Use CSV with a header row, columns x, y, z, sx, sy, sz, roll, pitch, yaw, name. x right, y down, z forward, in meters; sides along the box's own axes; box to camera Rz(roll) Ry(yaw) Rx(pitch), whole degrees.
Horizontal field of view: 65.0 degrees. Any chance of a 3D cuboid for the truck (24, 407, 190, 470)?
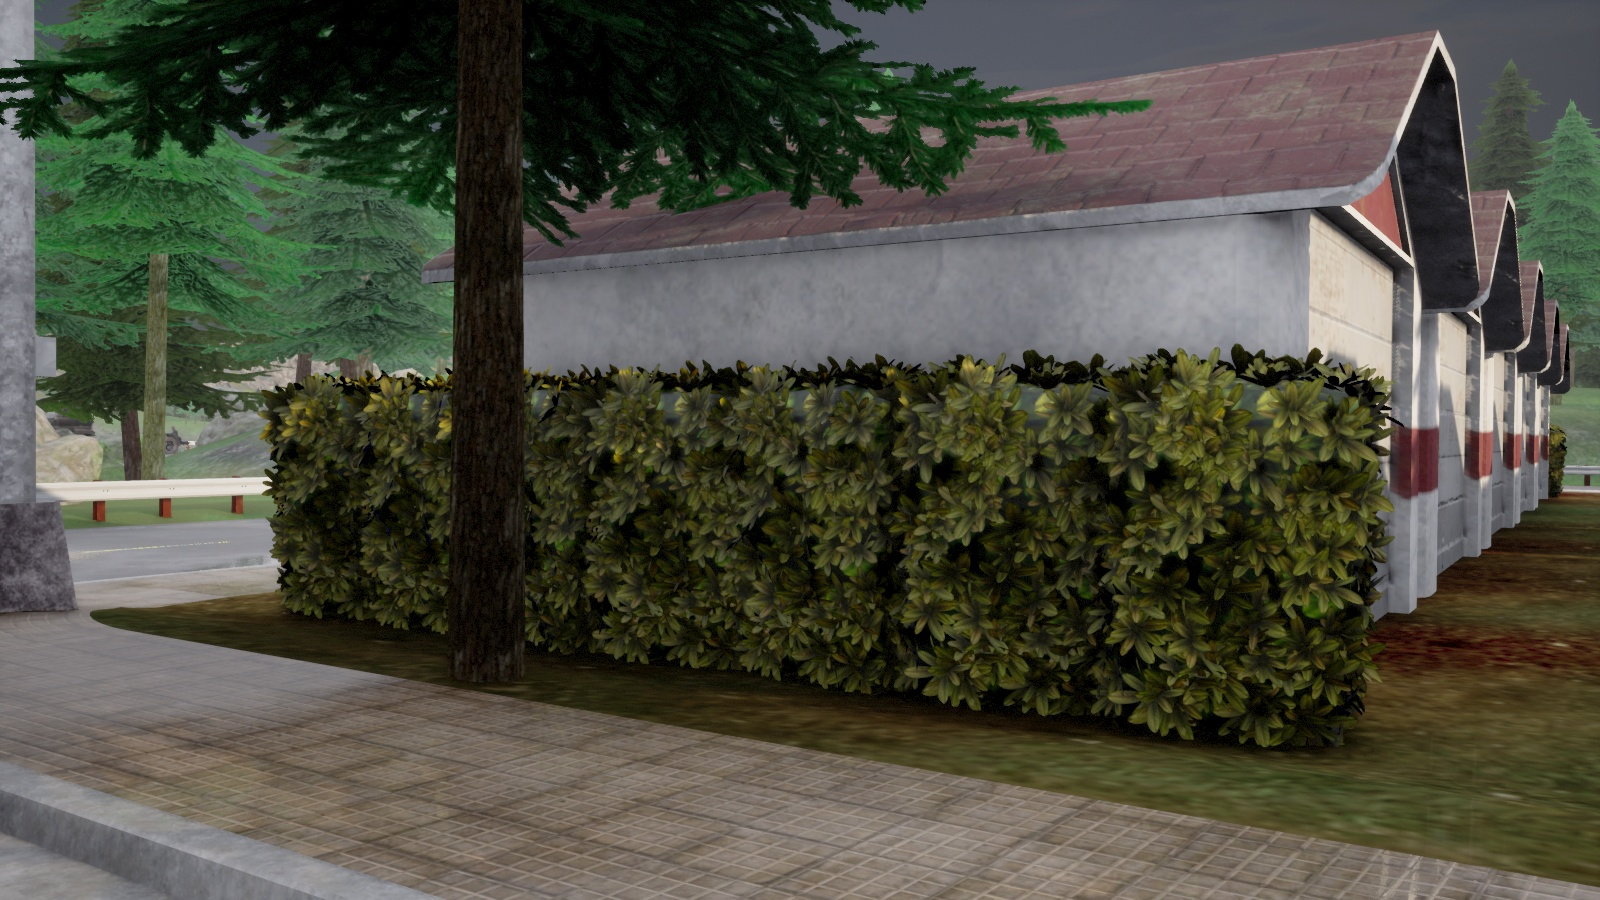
x,y,z,sx,sy,sz,roll,pitch,yaw,name
-39.929,-0.685,72.664,2.891,3.462,7.936,0,1,34,truck
